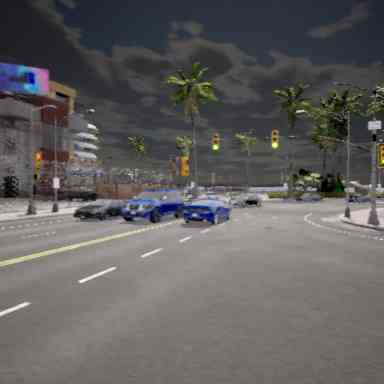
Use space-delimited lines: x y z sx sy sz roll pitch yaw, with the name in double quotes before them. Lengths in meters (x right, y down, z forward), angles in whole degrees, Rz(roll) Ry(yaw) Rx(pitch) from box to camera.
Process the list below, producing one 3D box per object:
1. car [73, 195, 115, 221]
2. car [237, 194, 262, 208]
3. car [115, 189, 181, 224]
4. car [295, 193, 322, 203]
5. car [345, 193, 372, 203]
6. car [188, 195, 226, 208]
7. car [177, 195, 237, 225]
"car" -5.770 1.145 23.143 2.033 1.411 5.357 1 1 23
"car" 5.866 0.935 36.490 2.128 1.511 4.902 1 1 41
"car" -2.400 0.852 22.123 2.150 2.045 5.566 1 1 23
"car" 17.556 0.850 50.175 4.181 1.385 1.994 0 1 -27
"car" 24.982 0.897 49.545 4.181 1.385 1.994 0 1 -18
"car" 1.719 1.018 36.847 1.895 1.301 4.718 1 1 38
"car" 1.127 1.141 21.206 1.882 1.535 5.008 1 1 23
